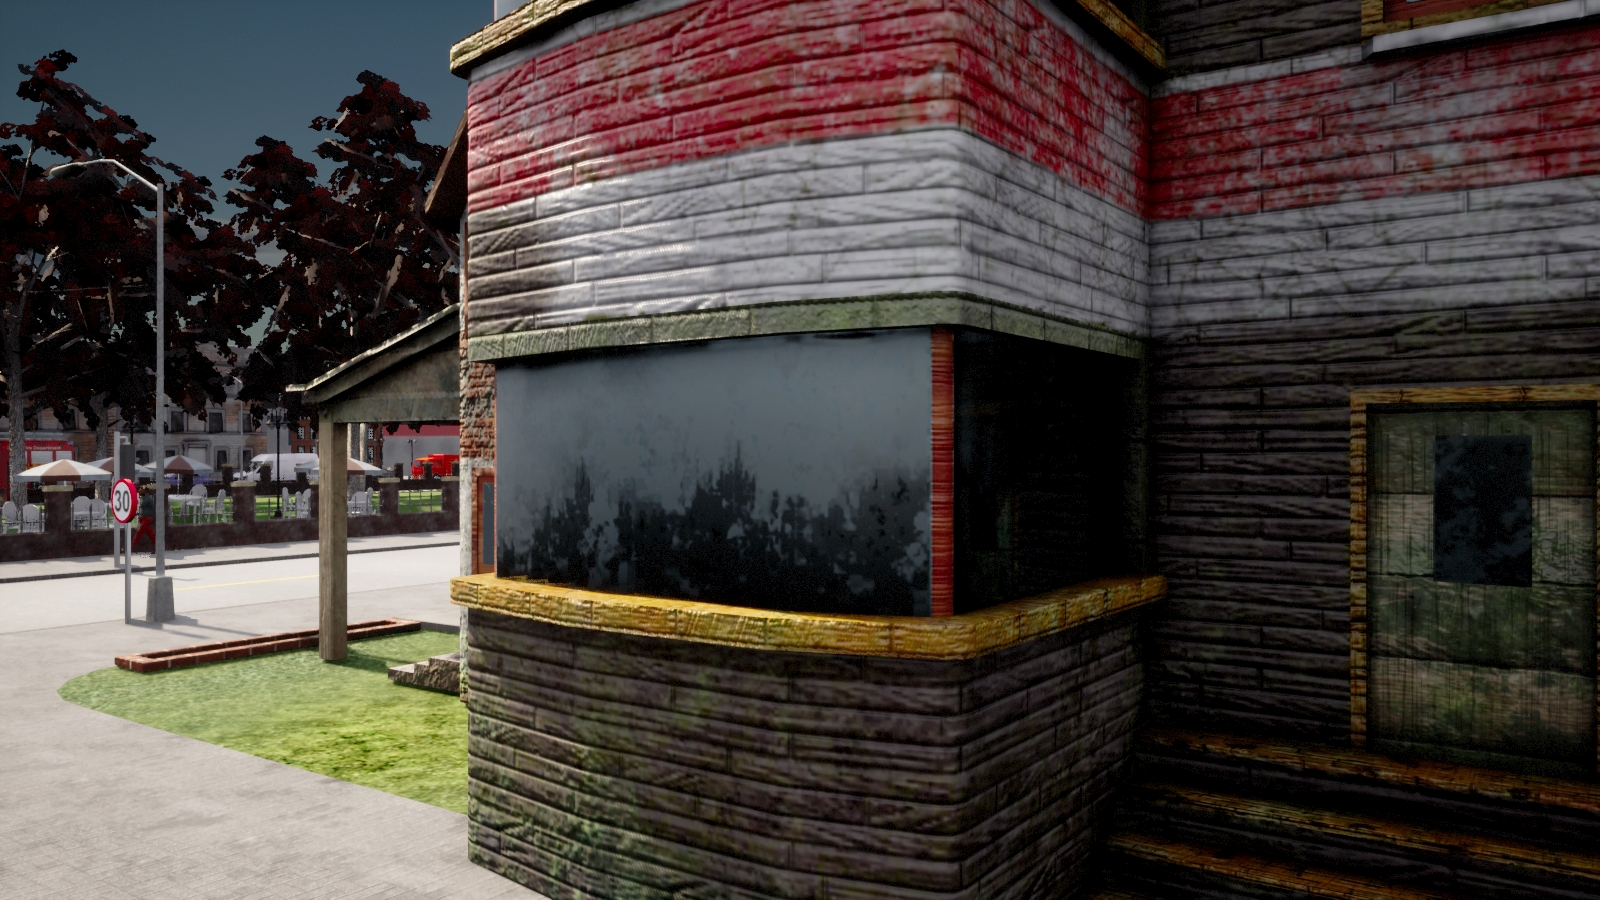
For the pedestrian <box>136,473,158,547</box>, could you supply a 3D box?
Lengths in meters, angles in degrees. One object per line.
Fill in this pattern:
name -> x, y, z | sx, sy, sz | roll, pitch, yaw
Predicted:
pedestrian -> -16.575, 1.517, 29.000 | 0.375, 1.860, 0.375 | 0, 0, 36
